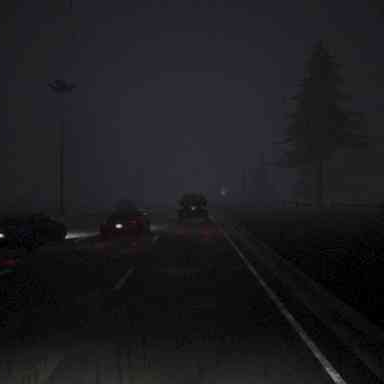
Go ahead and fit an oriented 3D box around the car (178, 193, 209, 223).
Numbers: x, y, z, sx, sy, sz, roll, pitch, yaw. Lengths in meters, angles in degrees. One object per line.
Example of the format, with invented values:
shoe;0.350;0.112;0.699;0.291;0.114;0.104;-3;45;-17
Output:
car;0.082;1.206;25.334;2.150;2.045;5.566;0;0;0

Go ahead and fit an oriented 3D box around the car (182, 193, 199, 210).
car;-0.230;1.192;44.013;2.150;2.045;5.566;0;0;-1

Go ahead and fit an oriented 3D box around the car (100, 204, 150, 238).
car;-3.407;1.552;17.486;1.994;1.385;4.181;0;0;0

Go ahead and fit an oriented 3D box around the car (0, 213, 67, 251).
car;-6.905;1.554;14.032;1.994;1.385;4.181;0;0;0

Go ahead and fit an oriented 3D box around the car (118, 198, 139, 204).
car;-7.045;1.480;36.746;1.837;1.490;4.892;0;0;-1
